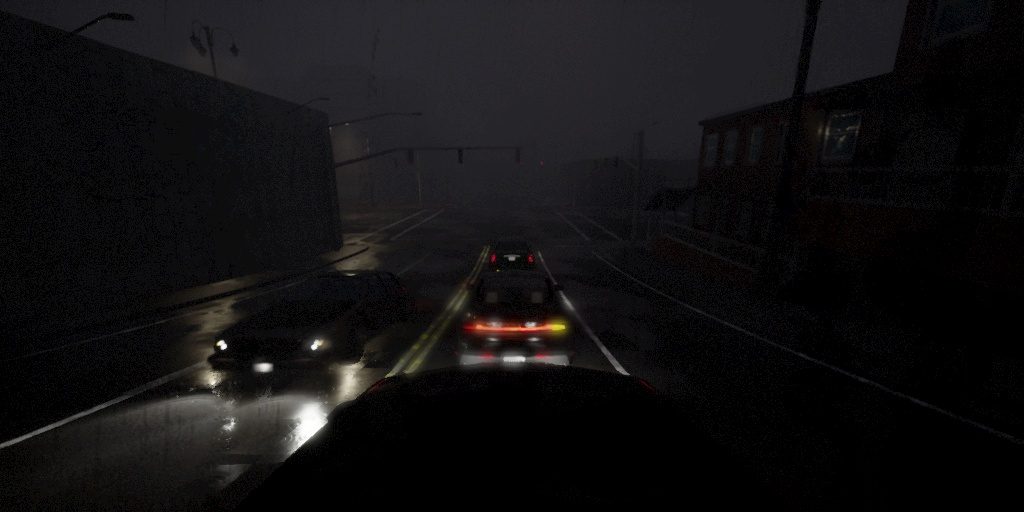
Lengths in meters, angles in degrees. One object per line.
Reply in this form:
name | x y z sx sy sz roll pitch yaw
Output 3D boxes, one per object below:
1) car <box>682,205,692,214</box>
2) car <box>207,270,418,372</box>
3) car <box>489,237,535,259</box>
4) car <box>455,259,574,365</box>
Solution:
car | 24.326 -6.178 45.953 4.674 1.442 1.812 0 13 0
car | -3.539 1.043 7.764 2.033 1.411 5.357 0 4 0
car | 0.006 -0.159 17.438 2.097 1.767 4.553 0 8 0
car | 0.049 1.036 7.205 1.837 1.490 4.892 0 3 0
